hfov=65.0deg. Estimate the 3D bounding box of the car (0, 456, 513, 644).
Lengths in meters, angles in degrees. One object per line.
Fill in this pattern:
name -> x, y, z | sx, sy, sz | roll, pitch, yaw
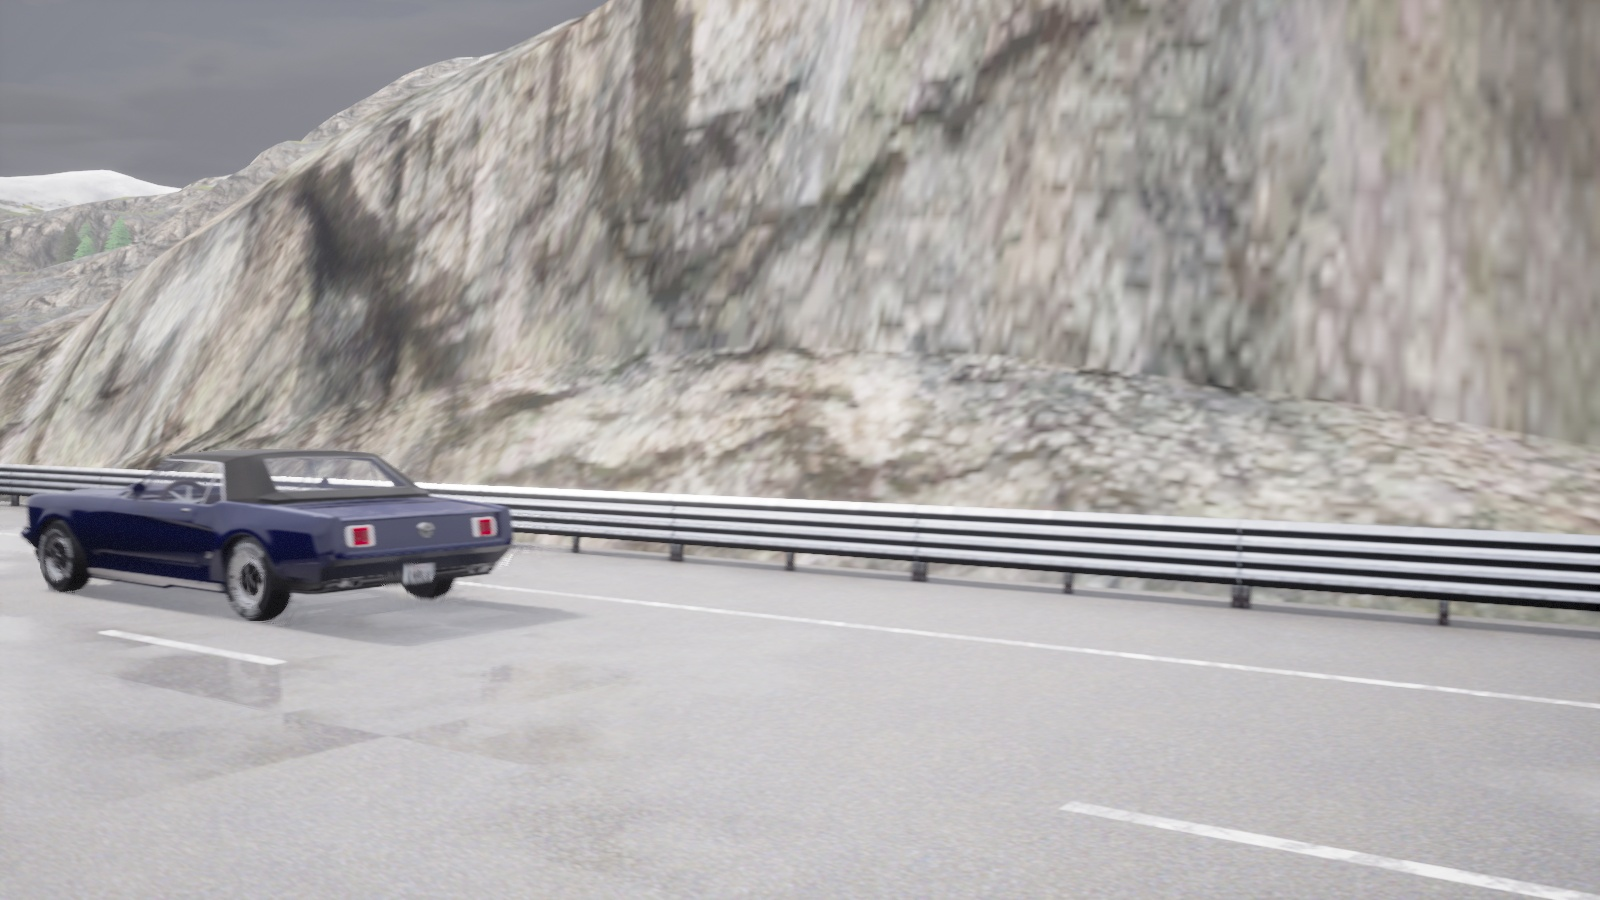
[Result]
car -> -4.915, 0.725, 11.096 | 4.718, 1.301, 1.895 | 0, 1, 34
